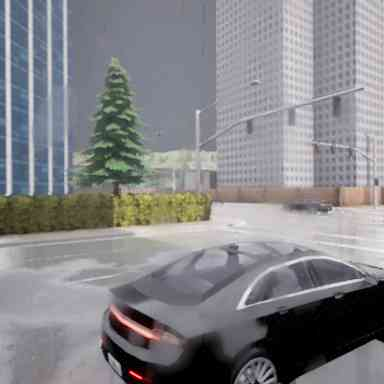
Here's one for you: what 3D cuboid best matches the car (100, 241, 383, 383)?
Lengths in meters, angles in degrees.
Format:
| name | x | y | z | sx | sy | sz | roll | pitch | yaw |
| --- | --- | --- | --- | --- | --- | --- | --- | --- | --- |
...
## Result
| name | x | y | z | sx | sy | sz | roll | pitch | yaw |
| --- | --- | --- | --- | --- | --- | --- | --- | --- | --- |
| car | 1.225 | 1.465 | 4.678 | 4.902 | 1.511 | 2.128 | -1 | 0 | -35 |

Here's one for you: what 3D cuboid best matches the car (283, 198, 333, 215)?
| name | x | y | z | sx | sy | sz | roll | pitch | yaw |
| --- | --- | --- | --- | --- | --- | --- | --- | --- | --- |
| car | 10.801 | 1.295 | 31.474 | 2.128 | 1.511 | 4.902 | 0 | 0 | -32 |
